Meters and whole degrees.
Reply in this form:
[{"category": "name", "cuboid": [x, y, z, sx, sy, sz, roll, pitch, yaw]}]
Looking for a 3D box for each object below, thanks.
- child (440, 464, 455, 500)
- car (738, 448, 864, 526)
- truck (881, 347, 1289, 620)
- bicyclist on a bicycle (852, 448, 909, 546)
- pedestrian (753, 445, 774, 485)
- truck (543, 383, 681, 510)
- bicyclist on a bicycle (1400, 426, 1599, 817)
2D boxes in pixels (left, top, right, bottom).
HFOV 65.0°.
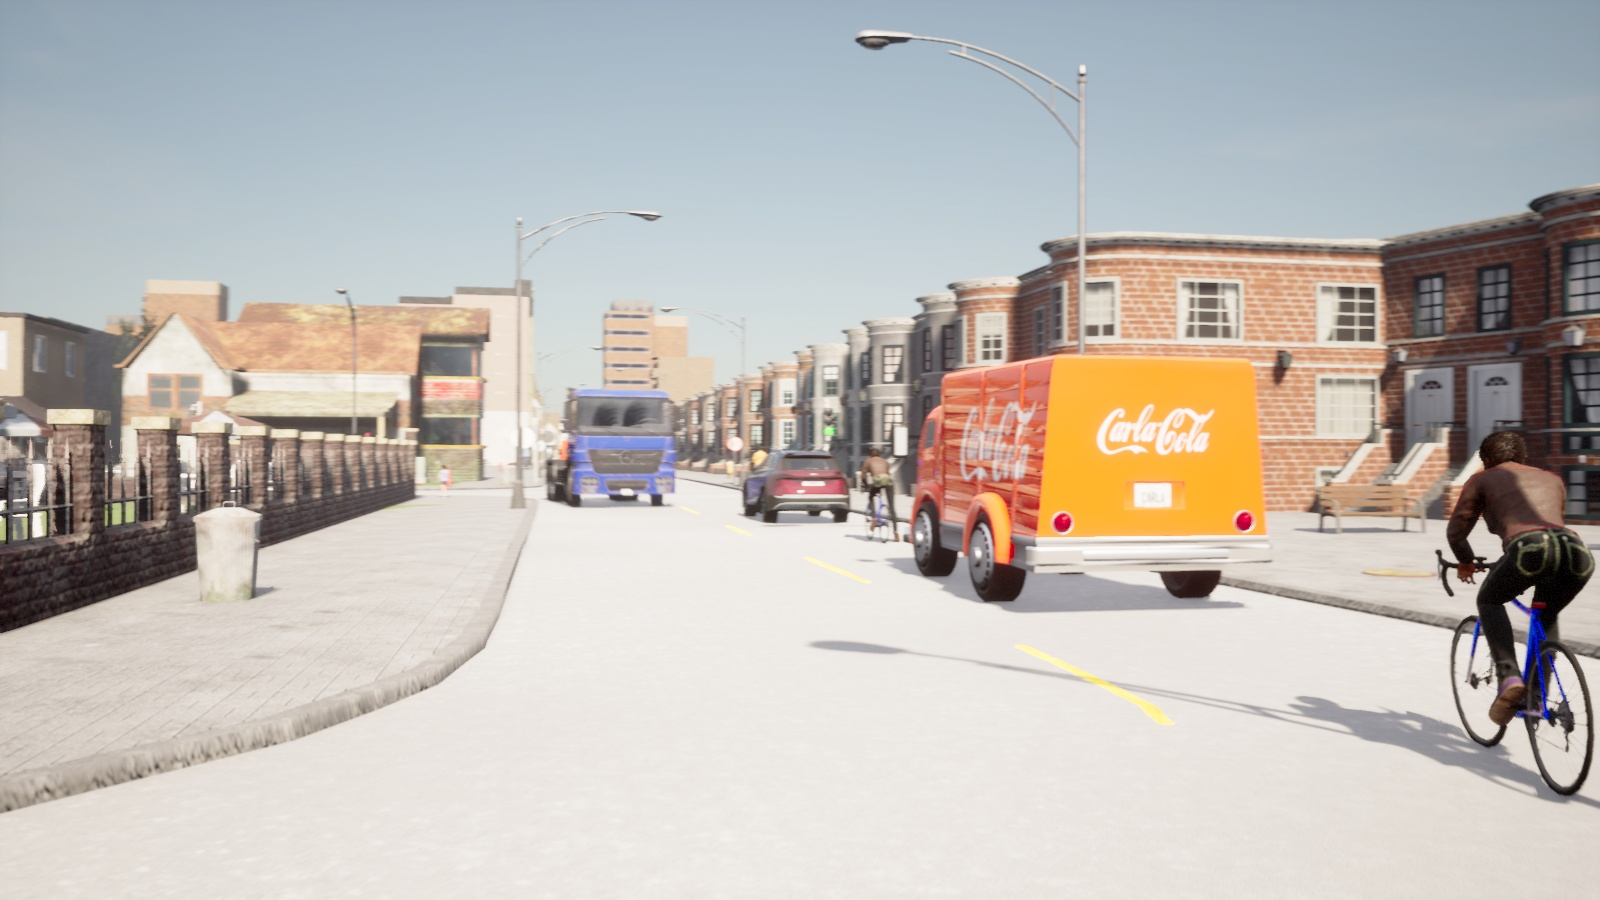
[{"category": "child", "cuboid": [-11.247, 1.019, 40.074, 0.394, 1.110, 0.255, 0, 0, 30]}, {"category": "car", "cuboid": [-0.087, 0.797, 29.184, 2.033, 1.649, 4.856, 0, 0, -11]}, {"category": "truck", "cuboid": [2.842, 0.313, 14.178, 2.627, 2.467, 5.204, 0, 0, -11]}, {"category": "bicyclist on a bicycle", "cuboid": [1.365, 0.786, 21.682, 0.582, 1.620, 1.656, 0, -1, -11]}, {"category": "pedestrian", "cuboid": [-1.709, 0.703, 58.702, 0.874, 1.855, 0.900, 0, 0, -10]}, {"category": "truck", "cuboid": [-5.933, -0.067, 38.397, 2.891, 3.462, 7.936, 0, 0, -18]}, {"category": "bicyclist on a bicycle", "cuboid": [3.441, 0.718, 6.020, 0.582, 1.620, 1.656, 0, -1, 10]}]
